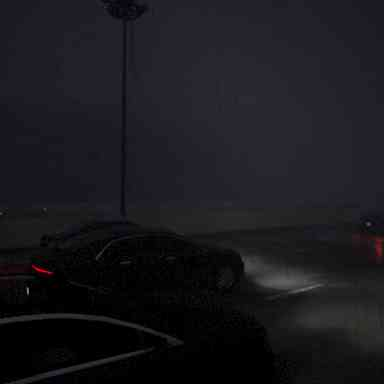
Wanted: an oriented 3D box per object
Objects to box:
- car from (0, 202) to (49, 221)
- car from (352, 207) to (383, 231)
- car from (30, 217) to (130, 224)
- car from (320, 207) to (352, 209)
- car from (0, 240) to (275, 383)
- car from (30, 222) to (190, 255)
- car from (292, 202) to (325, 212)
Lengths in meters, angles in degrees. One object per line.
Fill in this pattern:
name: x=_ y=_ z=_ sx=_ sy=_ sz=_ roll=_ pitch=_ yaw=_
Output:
car: x=-14.668 y=1.566 z=27.907 sx=4.674 sy=1.442 sz=1.812 roll=1 pitch=0 yaw=-36
car: x=12.424 y=1.761 z=21.199 sx=4.674 sy=1.442 sz=1.812 roll=1 pitch=0 yaw=-35
car: x=-2.389 y=1.568 z=10.640 sx=4.674 sy=1.442 sz=1.812 roll=1 pitch=0 yaw=-35
car: x=17.296 y=1.926 z=37.809 sx=5.357 sy=1.411 sz=2.033 roll=1 pitch=0 yaw=-35
car: x=-1.370 y=1.495 z=2.769 sx=4.902 sy=1.511 sz=2.128 roll=1 pitch=0 yaw=-35
car: x=-0.964 y=1.540 z=7.357 sx=4.892 sy=1.490 sz=1.837 roll=1 pitch=0 yaw=-35
car: x=15.923 y=2.014 z=45.417 sx=4.718 sy=1.301 sz=1.895 roll=1 pitch=0 yaw=-35
